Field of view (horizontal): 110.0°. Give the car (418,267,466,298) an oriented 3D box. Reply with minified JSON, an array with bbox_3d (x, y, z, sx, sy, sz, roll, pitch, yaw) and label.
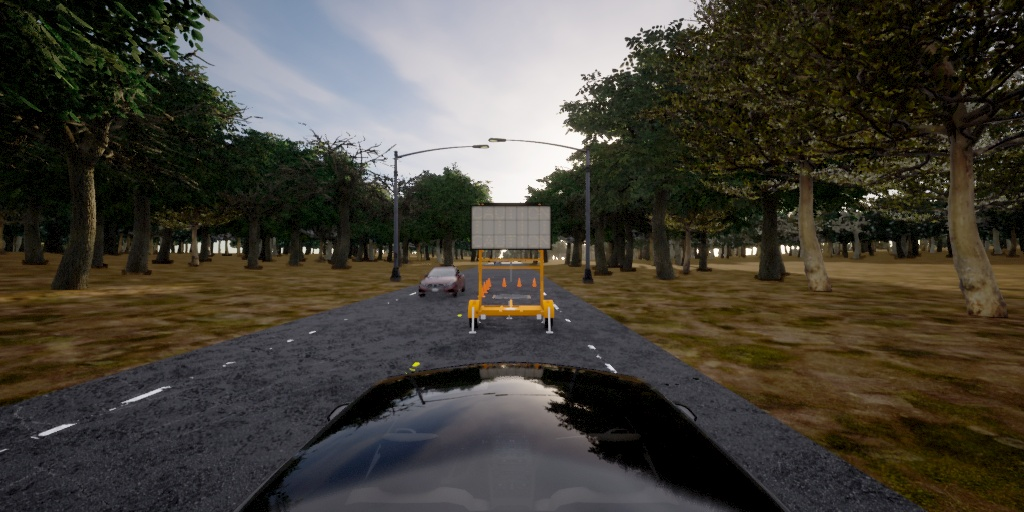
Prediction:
[{"bbox_3d":[-3.521,1.295,18.768,1.812,1.442,4.674,0,0,0],"label":"car"}]

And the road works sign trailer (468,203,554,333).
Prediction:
[{"bbox_3d":[-0.026,0.223,10.711,2.380,3.560,2.880,0,0,0],"label":"road works sign trailer"}]
